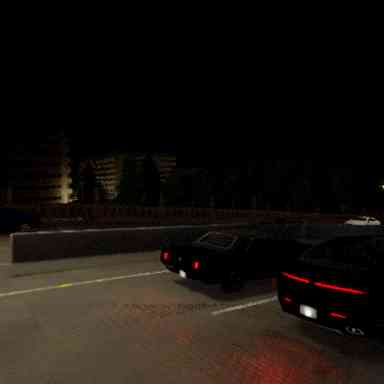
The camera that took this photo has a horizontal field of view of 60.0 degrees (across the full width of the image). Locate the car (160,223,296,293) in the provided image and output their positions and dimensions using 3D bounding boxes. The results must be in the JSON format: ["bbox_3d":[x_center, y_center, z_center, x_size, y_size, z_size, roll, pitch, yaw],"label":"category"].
[{"bbox_3d":[1.594,1.712,9.176,4.718,1.301,1.895,2,-1,-35],"label":"car"}]

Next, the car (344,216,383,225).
[{"bbox_3d":[17.177,3.186,33.387,4.674,1.442,1.812,5,-3,-35],"label":"car"}]

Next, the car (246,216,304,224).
[{"bbox_3d":[5.448,2.176,20.758,4.718,1.301,1.895,4,-3,-35],"label":"car"}]

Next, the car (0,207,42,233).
[{"bbox_3d":[-10.632,1.557,17.901,4.674,1.442,1.812,1,0,-35],"label":"car"}]

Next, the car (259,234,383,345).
[{"bbox_3d":[3.719,1.610,6.393,4.892,1.490,1.837,2,-1,-35],"label":"car"}]
